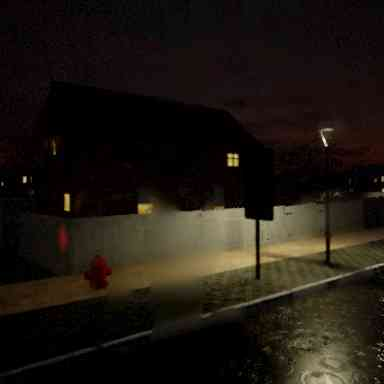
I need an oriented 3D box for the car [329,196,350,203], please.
[{"bbox_3d":[18.477,1.125,40.501,1.895,1.301,4.718,-1,0,0],"label":"car"}]
